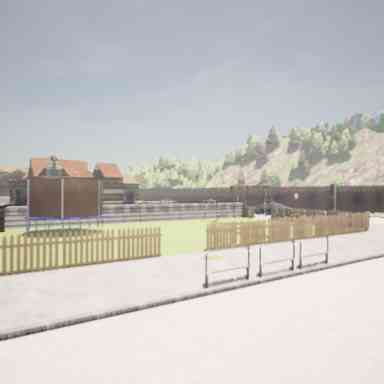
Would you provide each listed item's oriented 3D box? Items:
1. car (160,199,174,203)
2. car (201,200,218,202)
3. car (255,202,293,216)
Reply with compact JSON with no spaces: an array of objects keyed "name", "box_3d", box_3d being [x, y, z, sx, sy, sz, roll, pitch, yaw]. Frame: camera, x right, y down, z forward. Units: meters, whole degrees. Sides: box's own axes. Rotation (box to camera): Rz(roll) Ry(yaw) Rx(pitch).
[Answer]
[{"name":"car","box_3d":[-3.646,1.789,51.613,1.895,1.301,4.718,0,0,-35]},{"name":"car","box_3d":[2.413,1.735,43.028,2.033,1.411,5.357,0,0,-35]},{"name":"car","box_3d":[8.474,1.752,34.481,1.994,1.385,4.181,0,0,-35]}]
